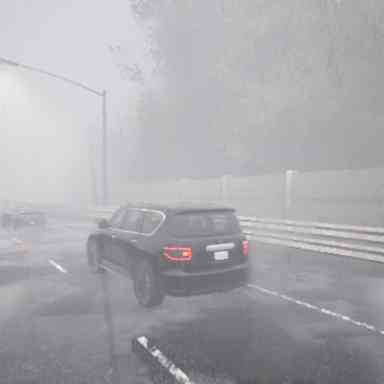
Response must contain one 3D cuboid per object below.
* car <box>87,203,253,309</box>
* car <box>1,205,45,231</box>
[{"bbox_3d":[-0.917,1.280,8.394,2.150,2.045,5.566,0,-1,-33],"label":"car"},{"bbox_3d":[-11.167,1.638,21.881,2.128,1.511,4.902,0,-1,-40],"label":"car"}]
